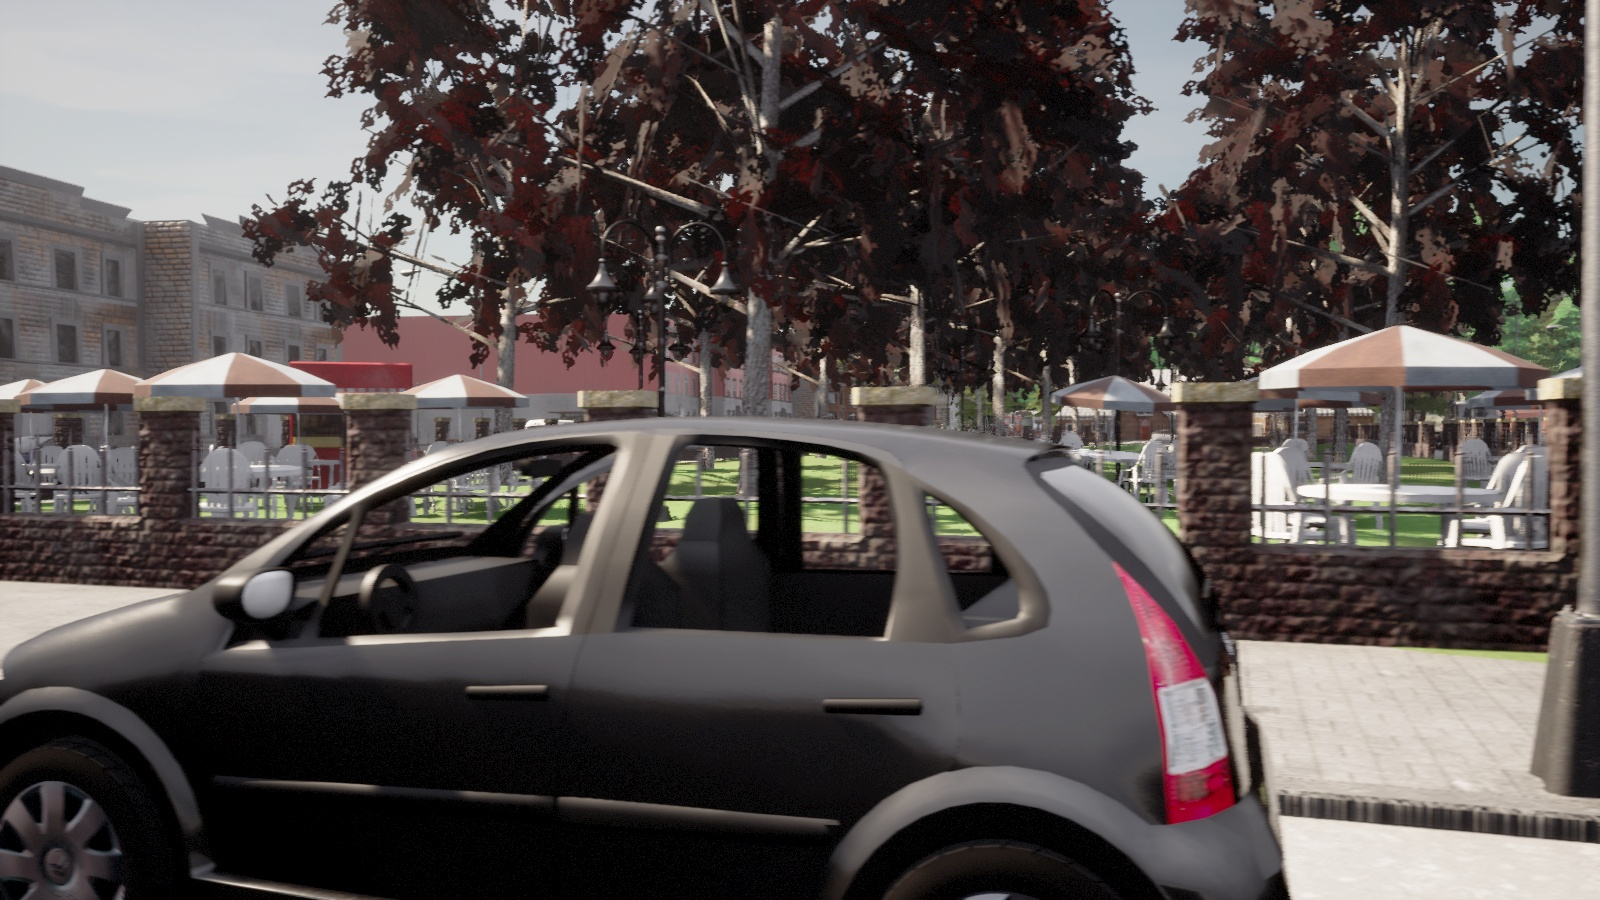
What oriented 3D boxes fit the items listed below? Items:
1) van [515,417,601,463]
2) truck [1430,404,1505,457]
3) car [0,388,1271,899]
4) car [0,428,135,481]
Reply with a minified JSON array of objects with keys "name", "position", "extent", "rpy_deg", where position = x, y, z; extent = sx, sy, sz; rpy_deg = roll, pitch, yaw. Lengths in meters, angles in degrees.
[{"name":"van","position":[-11.329,-0.487,59.102],"extent":[2.069,2.038,4.480],"rpy_deg":[1,1,19]},{"name":"truck","position":[45.188,-1.324,85.214],"extent":[2.891,3.462,7.936],"rpy_deg":[1,1,16]},{"name":"car","position":[-0.691,0.655,3.945],"extent":[3.988,1.617,1.851],"rpy_deg":[1,1,19]},{"name":"car","position":[-22.731,0.085,37.629],"extent":[2.163,1.488,4.792],"rpy_deg":[1,1,19]}]
